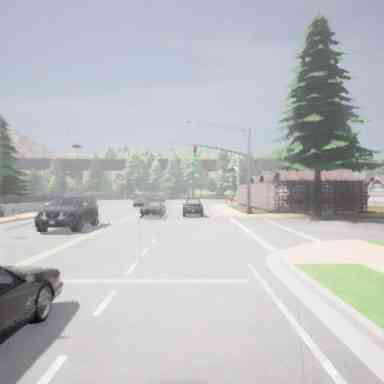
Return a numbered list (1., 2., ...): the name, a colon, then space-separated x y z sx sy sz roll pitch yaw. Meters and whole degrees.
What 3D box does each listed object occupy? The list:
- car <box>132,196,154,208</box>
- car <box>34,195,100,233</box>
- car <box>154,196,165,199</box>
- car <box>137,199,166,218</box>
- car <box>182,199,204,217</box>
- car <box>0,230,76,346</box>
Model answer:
1. car: -7.011 1.460 46.574 2.033 1.411 5.357 0 0 0
2. car: -7.100 1.184 19.605 2.150 2.045 5.566 0 0 0
3. car: -6.751 1.428 63.620 2.033 1.411 5.357 0 0 -27
4. car: -3.401 1.545 29.779 1.895 1.301 4.718 0 0 0
5. car: 0.099 1.433 31.002 2.128 1.511 4.902 0 0 0
6. car: -3.414 1.539 4.075 2.033 1.411 5.357 0 0 0
